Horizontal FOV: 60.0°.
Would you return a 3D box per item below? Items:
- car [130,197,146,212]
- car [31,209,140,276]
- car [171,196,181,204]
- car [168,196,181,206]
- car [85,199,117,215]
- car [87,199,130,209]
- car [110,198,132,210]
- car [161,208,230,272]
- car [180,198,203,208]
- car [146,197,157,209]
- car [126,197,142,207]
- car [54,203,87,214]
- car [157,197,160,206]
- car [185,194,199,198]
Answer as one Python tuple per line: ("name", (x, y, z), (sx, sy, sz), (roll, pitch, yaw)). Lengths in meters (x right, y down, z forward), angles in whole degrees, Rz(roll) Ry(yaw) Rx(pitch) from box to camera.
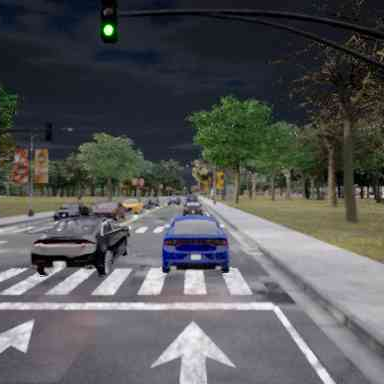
("car", (-6.597, 1.552, 36.460), (1.882, 1.535, 5.008), (0, 0, 0))
("car", (-3.152, 1.511, 10.344), (2.128, 1.511, 4.902), (0, 0, 0))
("car", (-3.256, 1.644, 68.574), (1.882, 1.535, 5.008), (0, 0, 0))
("car", (-3.248, 1.662, 58.681), (1.812, 1.442, 4.674), (0, 0, 0))
("car", (-9.844, 1.566, 36.508), (2.128, 1.511, 4.902), (0, 0, 0))
("car", (-6.599, 1.530, 26.880), (1.882, 1.535, 5.008), (0, 0, 0))
("car", (-9.810, 1.648, 46.326), (2.033, 1.411, 5.357), (0, 0, 0))
("car", (0.097, 1.498, 10.897), (1.882, 1.535, 5.008), (0, 0, 0))
("car", (0.098, 1.590, 32.027), (1.812, 1.442, 4.674), (0, 0, 0))
("car", (-6.564, 1.591, 46.031), (2.128, 1.511, 4.902), (0, 0, 0))
("car", (-9.755, 1.635, 56.495), (1.837, 1.490, 4.892), (0, 0, 0))
("car", (-9.848, 1.618, 27.588), (1.994, 1.385, 4.181), (0, 0, 1))
("car", (-6.505, 1.634, 56.079), (1.837, 1.490, 4.892), (0, 0, 0))
("car", (0.001, 1.357, 57.676), (2.150, 2.045, 5.566), (0, 0, 0))
